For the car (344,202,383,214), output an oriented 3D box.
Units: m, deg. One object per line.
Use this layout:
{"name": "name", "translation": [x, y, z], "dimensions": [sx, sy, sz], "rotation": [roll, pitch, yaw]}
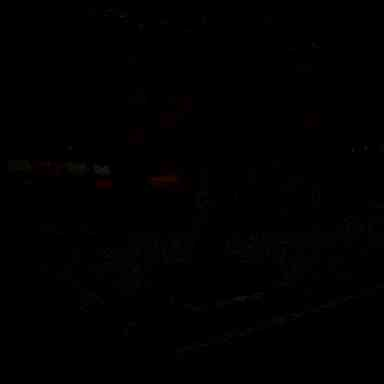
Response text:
{"name": "car", "translation": [20.954, 1.900, 40.223], "dimensions": [1.752, 1.417, 4.829], "rotation": [1, 0, -36]}
